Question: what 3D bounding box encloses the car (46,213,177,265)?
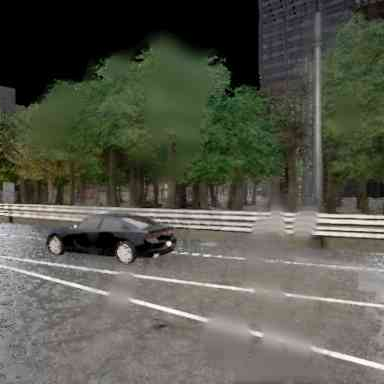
[{"bbox_3d":[-2.929,1.491,11.726,5.008,1.535,1.882,0,0,27],"label":"car"}]
